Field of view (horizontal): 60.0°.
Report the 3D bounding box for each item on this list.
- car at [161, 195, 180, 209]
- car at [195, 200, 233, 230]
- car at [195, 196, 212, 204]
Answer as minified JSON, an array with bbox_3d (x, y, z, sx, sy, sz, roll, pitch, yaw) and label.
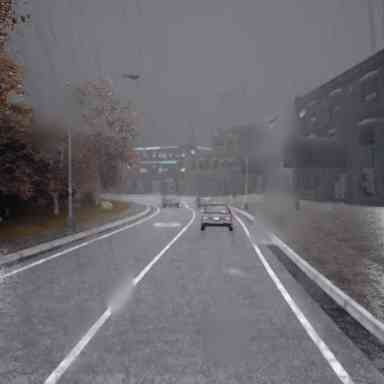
[{"bbox_3d":[-2.581,1.126,39.413,1.837,1.490,4.892,0,1,-10],"label":"car"},{"bbox_3d":[1.513,1.442,20.217,2.033,1.411,5.357,0,1,5],"label":"car"},{"bbox_3d":[1.411,1.158,39.655,2.033,1.411,5.357,0,1,-4],"label":"car"}]
